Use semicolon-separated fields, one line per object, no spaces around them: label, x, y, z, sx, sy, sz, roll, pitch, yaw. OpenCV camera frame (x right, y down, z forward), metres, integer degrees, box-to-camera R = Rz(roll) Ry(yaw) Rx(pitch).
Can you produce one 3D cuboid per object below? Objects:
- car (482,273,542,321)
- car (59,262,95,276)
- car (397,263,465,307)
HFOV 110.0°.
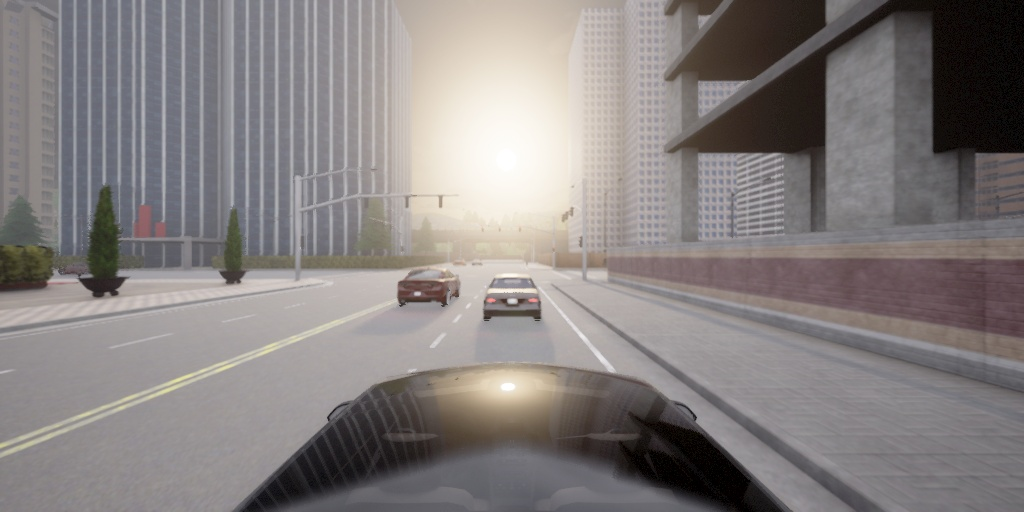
car;0.020;1.303;12.481;2.033;1.411;5.357;0;0;0
car;-44.556;1.332;37.640;4.181;1.385;1.994;0;0;0
car;-3.450;1.234;15.659;1.882;1.535;5.008;0;0;1
